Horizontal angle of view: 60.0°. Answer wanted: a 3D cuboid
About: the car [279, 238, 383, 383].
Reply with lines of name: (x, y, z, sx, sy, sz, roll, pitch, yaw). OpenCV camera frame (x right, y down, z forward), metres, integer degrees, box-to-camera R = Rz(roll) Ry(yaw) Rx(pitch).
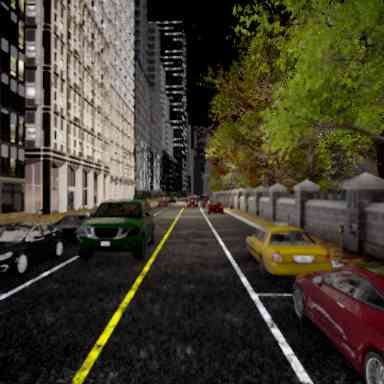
car: (2.706, 1.615, 4.562, 1.802, 1.307, 4.206, 0, 0, 0)

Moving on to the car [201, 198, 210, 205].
car: (2.936, 2.050, 72.319, 1.752, 1.417, 4.829, 0, 0, 1)

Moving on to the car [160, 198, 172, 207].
car: (-5.235, 1.986, 61.108, 1.887, 1.381, 4.507, 0, 0, 0)

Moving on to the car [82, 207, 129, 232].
car: (-5.474, 1.720, 21.733, 1.947, 1.339, 4.313, 0, 0, 0)

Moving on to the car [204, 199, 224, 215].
car: (2.685, 1.818, 38.315, 1.887, 1.381, 4.507, 0, 0, 0)

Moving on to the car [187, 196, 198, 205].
car: (0.175, 1.794, 68.814, 2.097, 1.767, 4.553, 0, 0, 1)

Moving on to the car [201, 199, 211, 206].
car: (2.853, 2.025, 66.509, 1.887, 1.381, 4.507, 0, 0, 1)

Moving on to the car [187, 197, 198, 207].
car: (0.060, 2.024, 58.775, 1.895, 1.301, 4.718, 0, 0, 1)

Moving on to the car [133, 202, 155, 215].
car: (-5.485, 1.842, 38.615, 1.947, 1.339, 4.313, 0, 0, 0)

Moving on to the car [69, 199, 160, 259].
car: (-2.759, 1.319, 13.349, 2.150, 2.045, 5.566, 0, -1, 0)

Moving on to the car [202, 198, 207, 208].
car: (2.688, 1.865, 43.948, 2.008, 1.369, 4.403, 0, 0, 0)

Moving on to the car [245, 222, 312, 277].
car: (2.703, 1.599, 10.357, 1.752, 1.417, 4.829, 0, 0, 0)

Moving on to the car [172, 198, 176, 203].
car: (-4.883, 2.176, 83.610, 1.947, 1.339, 4.313, 0, 0, 1)

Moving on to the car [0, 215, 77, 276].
car: (-5.467, 1.626, 10.478, 2.008, 1.369, 4.403, 0, 0, 0)
